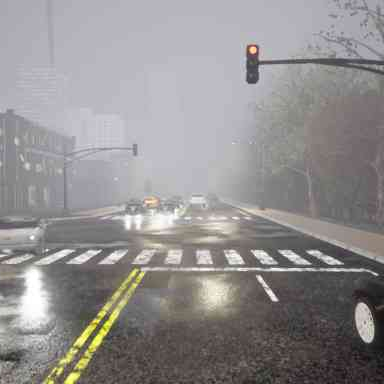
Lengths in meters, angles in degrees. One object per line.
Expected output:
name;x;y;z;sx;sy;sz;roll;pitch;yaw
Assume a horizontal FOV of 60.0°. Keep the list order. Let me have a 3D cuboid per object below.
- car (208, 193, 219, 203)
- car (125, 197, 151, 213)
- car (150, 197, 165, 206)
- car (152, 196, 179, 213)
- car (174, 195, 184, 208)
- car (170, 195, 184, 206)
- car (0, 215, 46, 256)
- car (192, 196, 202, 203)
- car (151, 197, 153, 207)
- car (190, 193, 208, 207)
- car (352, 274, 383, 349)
car;4.359;1.480;66.162;1.837;1.490;4.892;0;0;1
car;-6.048;1.480;36.364;2.128;1.511;4.902;0;0;-1
car;-5.716;1.544;55.927;1.994;1.385;4.181;0;0;2
car;-2.831;1.480;36.692;2.128;1.511;4.902;0;0;-2
car;-2.631;1.476;46.199;2.128;1.511;4.902;0;0;1
car;-2.473;1.332;56.490;2.097;1.767;4.553;0;0;1
car;-6.752;1.599;12.843;1.895;1.301;4.718;0;0;-21
car;1.100;1.513;71.332;2.033;1.411;5.357;0;0;1
car;-5.886;1.462;45.876;1.882;1.535;5.008;0;0;1
car;0.878;1.202;51.022;2.150;2.045;5.566;0;0;1
car;3.396;1.477;3.207;1.882;1.535;5.008;0;0;1
